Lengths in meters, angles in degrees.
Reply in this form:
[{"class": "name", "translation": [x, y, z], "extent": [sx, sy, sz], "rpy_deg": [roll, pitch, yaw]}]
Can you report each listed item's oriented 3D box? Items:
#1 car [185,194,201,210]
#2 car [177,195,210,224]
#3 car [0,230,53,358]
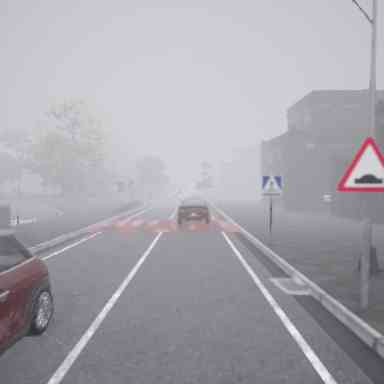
[{"class": "car", "translation": [0.165, 1.085, 38.881], "extent": [1.801, 1.575, 5.366], "rpy_deg": [0, 1, 1]}, {"class": "car", "translation": [0.109, 1.122, 20.956], "extent": [1.882, 1.535, 5.008], "rpy_deg": [0, 0, 0]}, {"class": "car", "translation": [-3.348, 1.343, 3.604], "extent": [2.097, 1.767, 4.553], "rpy_deg": [0, 0, 0]}]
